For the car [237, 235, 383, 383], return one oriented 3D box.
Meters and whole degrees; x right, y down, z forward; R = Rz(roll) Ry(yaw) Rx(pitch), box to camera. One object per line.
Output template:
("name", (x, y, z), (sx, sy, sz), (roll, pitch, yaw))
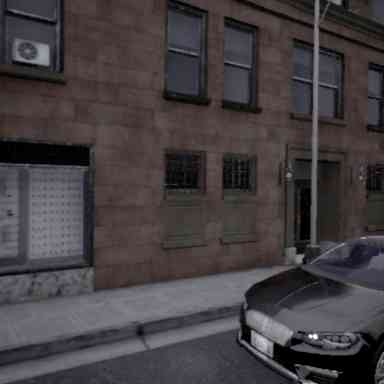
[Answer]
("car", (2.942, 1.452, 4.914), (4.902, 1.511, 2.128), (0, 1, -29))
